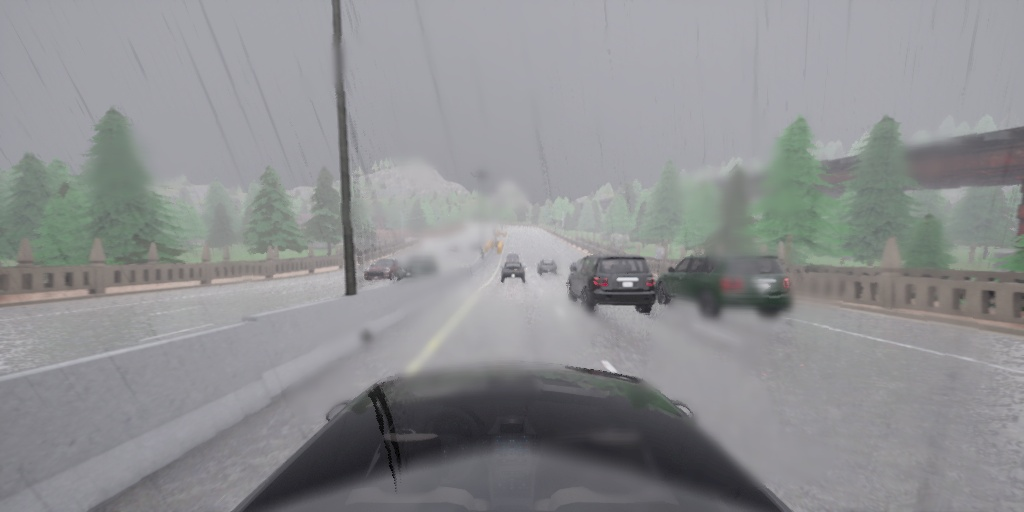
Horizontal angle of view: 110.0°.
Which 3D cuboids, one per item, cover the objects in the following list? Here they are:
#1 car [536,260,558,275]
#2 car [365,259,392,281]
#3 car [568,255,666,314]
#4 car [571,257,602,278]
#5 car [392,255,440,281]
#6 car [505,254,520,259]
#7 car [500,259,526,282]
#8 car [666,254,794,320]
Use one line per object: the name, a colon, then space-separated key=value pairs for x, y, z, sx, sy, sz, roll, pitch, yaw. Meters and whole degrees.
car: x=3.586 y=1.098 z=36.484 sx=2.128 sy=1.511 sz=4.902 roll=0 pitch=2 yaw=0
car: x=-10.605 y=1.080 z=30.192 sx=2.097 sy=1.767 sz=4.553 roll=0 pitch=0 yaw=0
car: x=3.594 y=0.967 z=13.810 sx=2.150 sy=2.045 sz=5.566 roll=0 pitch=0 yaw=0
car: x=7.086 y=1.013 z=34.596 sx=2.097 sy=1.767 sz=4.553 roll=0 pitch=1 yaw=0
car: x=-7.107 y=0.961 z=27.820 sx=2.150 sy=2.045 sz=5.566 roll=0 pitch=0 yaw=0
car: x=0.093 y=0.367 z=50.051 sx=2.033 sy=1.411 sz=5.357 roll=0 pitch=5 yaw=0
car: x=0.089 y=1.237 z=29.117 sx=1.837 sy=1.490 sz=4.892 roll=0 pitch=0 yaw=0
car: x=7.095 y=0.966 z=12.730 sx=2.150 sy=2.045 sz=5.566 roll=0 pitch=0 yaw=0
